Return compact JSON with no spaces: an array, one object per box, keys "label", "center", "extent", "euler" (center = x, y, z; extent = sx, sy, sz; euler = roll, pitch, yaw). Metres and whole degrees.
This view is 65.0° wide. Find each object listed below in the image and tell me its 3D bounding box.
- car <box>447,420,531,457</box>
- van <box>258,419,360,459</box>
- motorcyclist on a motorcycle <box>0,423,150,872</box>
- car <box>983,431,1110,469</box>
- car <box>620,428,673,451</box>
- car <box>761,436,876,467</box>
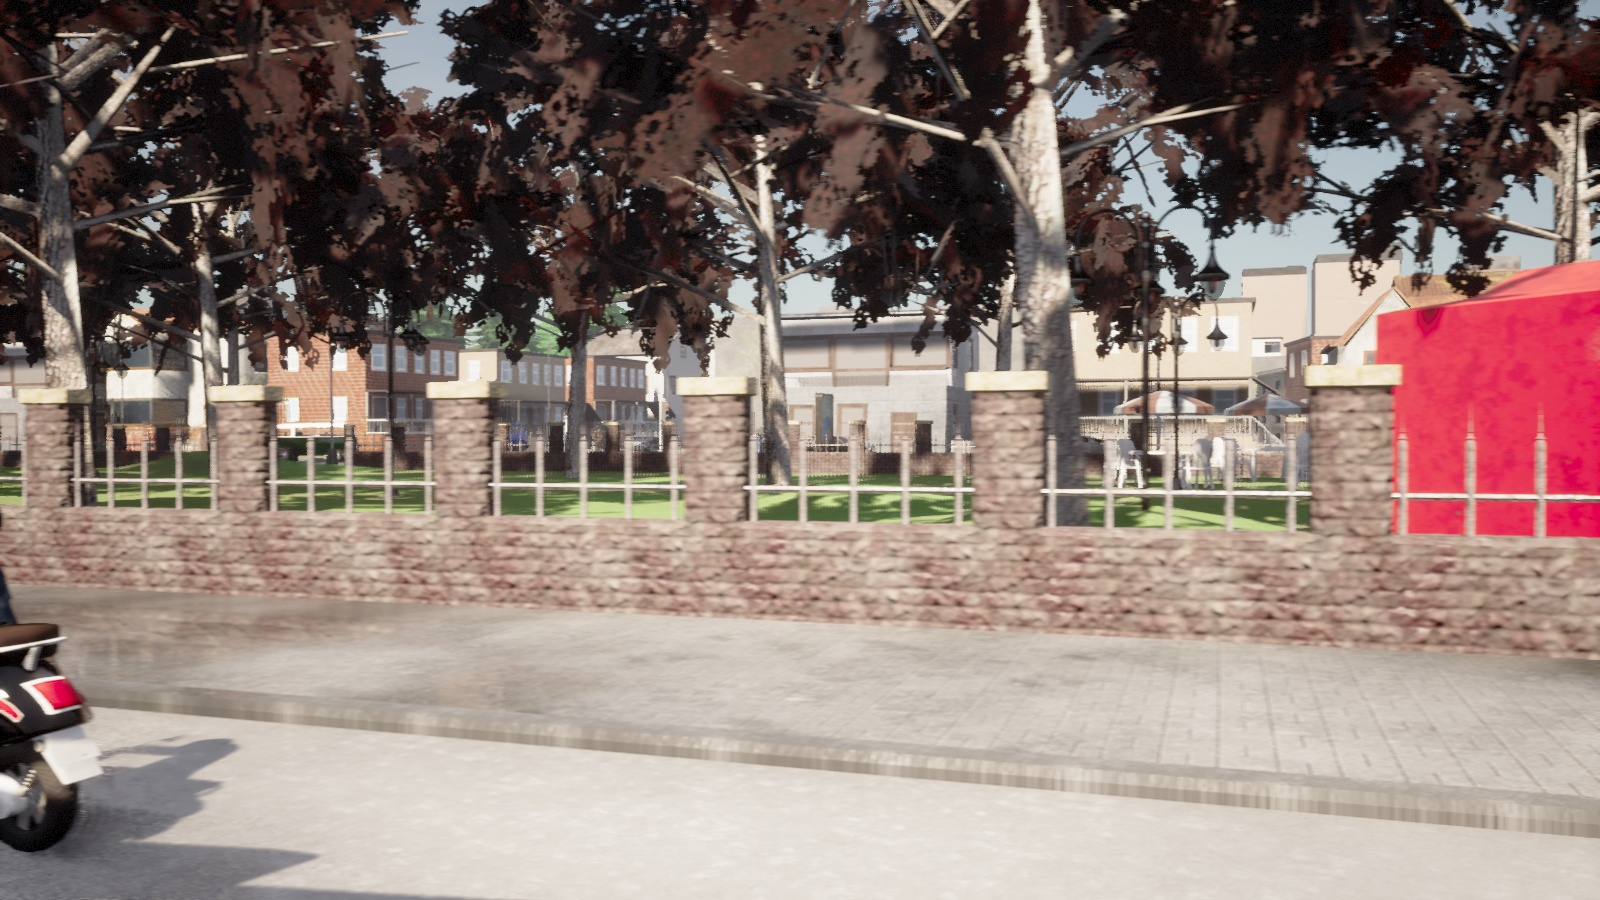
[{"label":"car","center":[-18.121,-0.700,73.510],"extent":[2.150,2.045,5.566],"euler":[1,1,19]},{"label":"van","center":[-25.260,-0.583,64.744],"extent":[4.480,2.038,2.069],"euler":[0,2,-7]},{"label":"motorcyclist on a motorcycle","center":[-3.620,0.687,4.938],"extent":[1.817,1.590,0.866],"euler":[1,1,19]},{"label":"car","center":[10.267,-0.015,52.240],"extent":[4.902,1.511,2.128],"euler":[1,1,19]},{"label":"car","center":[-11.382,-0.782,93.392],"extent":[2.033,1.649,4.856],"euler":[1,1,19]},{"label":"car","center":[0.832,0.042,55.431],"extent":[4.718,1.301,1.895],"euler":[1,1,19]}]
